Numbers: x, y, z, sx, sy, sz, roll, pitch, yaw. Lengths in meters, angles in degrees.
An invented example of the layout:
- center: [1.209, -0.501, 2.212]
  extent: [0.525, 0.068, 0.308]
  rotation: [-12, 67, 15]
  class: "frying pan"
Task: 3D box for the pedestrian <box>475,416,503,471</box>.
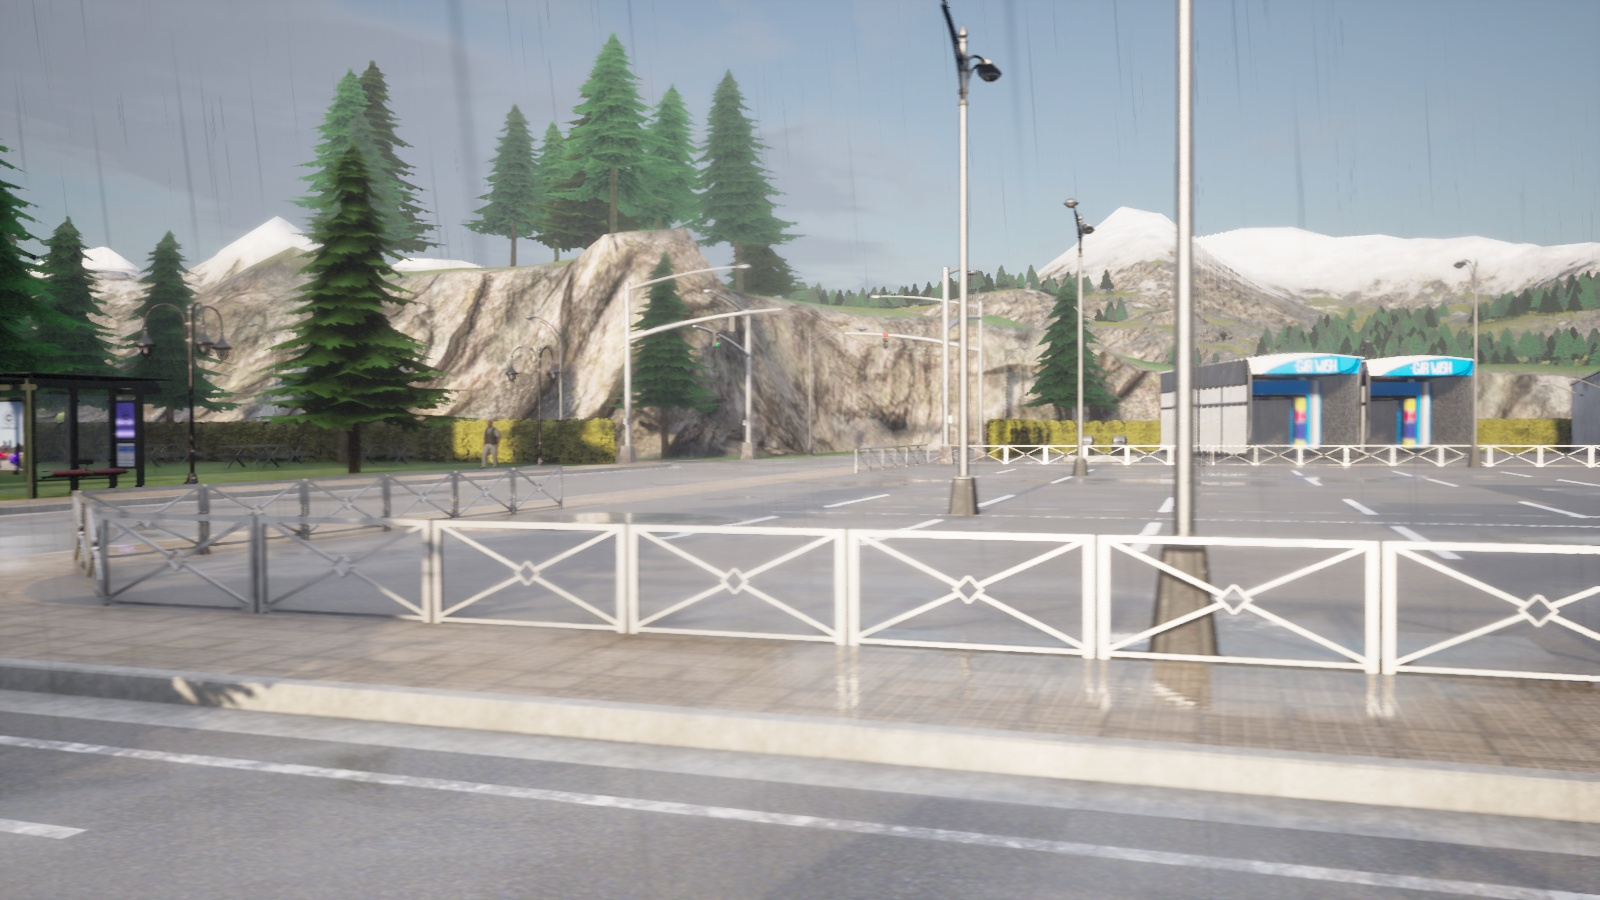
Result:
- center: [-10.601, -0.228, 42.829]
  extent: [0.563, 1.883, 0.849]
  rotation: [0, 1, 16]
  class: "pedestrian"
